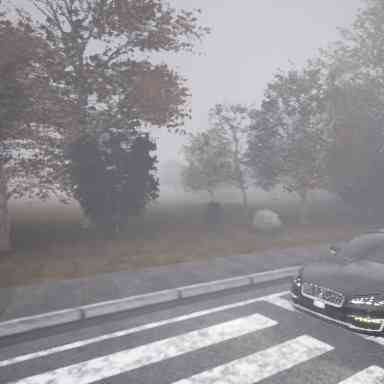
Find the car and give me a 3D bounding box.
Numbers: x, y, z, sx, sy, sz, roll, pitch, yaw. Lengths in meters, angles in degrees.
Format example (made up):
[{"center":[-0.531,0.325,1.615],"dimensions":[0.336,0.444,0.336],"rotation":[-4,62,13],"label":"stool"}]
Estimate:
[{"center":[4.024,1.464,6.287],"dimensions":[4.892,1.490,1.837],"rotation":[0,0,-31],"label":"car"}]
